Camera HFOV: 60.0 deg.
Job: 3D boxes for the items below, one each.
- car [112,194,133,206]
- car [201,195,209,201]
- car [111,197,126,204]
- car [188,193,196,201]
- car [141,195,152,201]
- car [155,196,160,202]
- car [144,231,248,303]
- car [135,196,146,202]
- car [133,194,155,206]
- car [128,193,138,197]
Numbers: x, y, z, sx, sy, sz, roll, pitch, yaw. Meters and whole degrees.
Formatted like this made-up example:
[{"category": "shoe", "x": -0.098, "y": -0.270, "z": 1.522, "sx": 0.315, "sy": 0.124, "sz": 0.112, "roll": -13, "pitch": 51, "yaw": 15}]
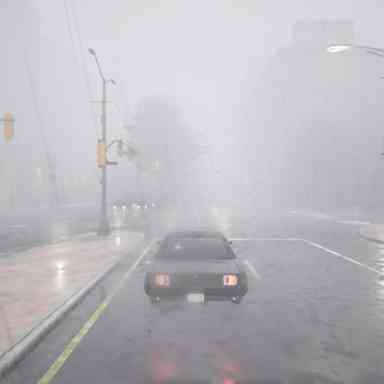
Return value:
[{"category": "car", "x": -11.588, "y": 1.525, "z": 55.107, "sx": 1.812, "sy": 1.442, "sz": 4.674, "roll": 0, "pitch": 0, "yaw": 0}, {"category": "car", "x": 3.500, "y": 1.595, "z": 86.978, "sx": 1.895, "sy": 1.301, "sz": 4.718, "roll": 0, "pitch": 0, "yaw": 0}, {"category": "car", "x": -14.749, "y": 1.595, "z": 66.814, "sx": 1.895, "sy": 1.301, "sz": 4.718, "roll": 0, "pitch": 0, "yaw": 0}, {"category": "car", "x": 0.000, "y": 1.540, "z": 85.800, "sx": 2.033, "sy": 1.411, "sz": 5.357, "roll": 0, "pitch": 0, "yaw": 0}, {"category": "car", "x": -11.500, "y": 1.525, "z": 84.637, "sx": 2.128, "sy": 1.511, "sz": 4.902, "roll": 0, "pitch": 0, "yaw": 0}, {"category": "car", "x": -8.029, "y": 1.564, "z": 65.742, "sx": 1.994, "sy": 1.385, "sz": 4.181, "roll": 0, "pitch": 0, "yaw": 1}, {"category": "car", "x": 0.075, "y": 1.601, "z": 8.160, "sx": 1.895, "sy": 1.301, "sz": 4.718, "roll": 0, "pitch": 0, "yaw": 0}, {"category": "car", "x": -11.500, "y": 1.552, "z": 74.403, "sx": 1.994, "sy": 1.385, "sz": 4.181, "roll": 0, "pitch": 0, "yaw": 0}, {"category": "car", "x": -8.088, "y": 1.547, "z": 56.506, "sx": 2.033, "sy": 1.411, "sz": 5.357, "roll": 0, "pitch": 0, "yaw": 0}, {"category": "car", "x": -11.537, "y": 1.221, "z": 64.520, "sx": 2.150, "sy": 2.045, "sz": 5.566, "roll": 0, "pitch": 0, "yaw": 1}]
